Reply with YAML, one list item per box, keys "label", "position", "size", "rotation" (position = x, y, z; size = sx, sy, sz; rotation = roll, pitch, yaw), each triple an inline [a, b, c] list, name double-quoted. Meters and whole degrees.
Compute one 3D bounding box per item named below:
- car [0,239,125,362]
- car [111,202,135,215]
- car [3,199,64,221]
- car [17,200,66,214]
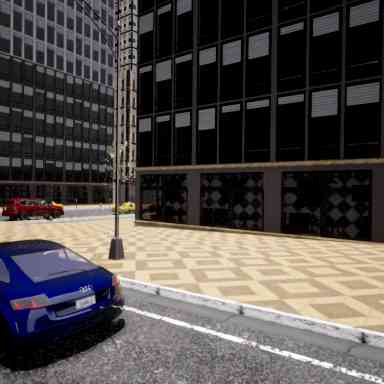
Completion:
- label: "car"
  position: [-3.195, 1.561, 5.944]
  size: [4.181, 1.385, 1.994]
  rotation: [0, 0, 34]
- label: "car"
  position: [-7.036, 1.830, 38.390]
  size: [1.752, 1.417, 4.829]
  rotation: [1, 0, 36]
- label: "car"
  position: [-13.799, 1.520, 29.153]
  size: [2.192, 1.841, 5.009]
  rotation: [1, 0, 36]
- label: "car"
  position: [-17.332, 1.643, 38.515]
  size: [1.752, 1.417, 4.829]
  rotation: [1, 0, 36]
